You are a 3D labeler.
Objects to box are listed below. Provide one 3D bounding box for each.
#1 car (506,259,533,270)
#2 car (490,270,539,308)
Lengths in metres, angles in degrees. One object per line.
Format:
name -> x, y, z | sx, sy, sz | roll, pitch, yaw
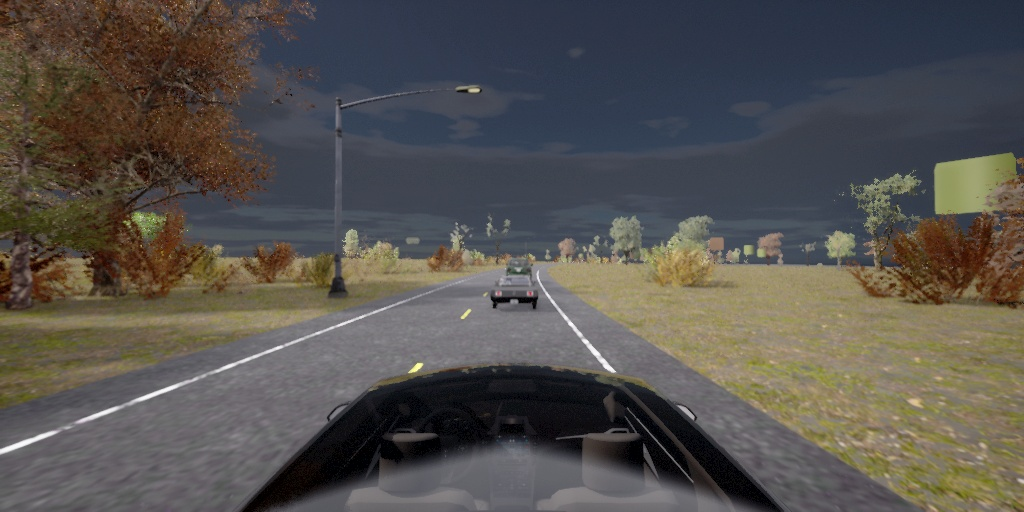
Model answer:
car -> 0.631, 1.243, 30.752 | 2.150, 2.045, 5.566 | 0, 0, 3
car -> 0.139, 1.486, 15.902 | 1.895, 1.301, 4.718 | 0, -1, 1
